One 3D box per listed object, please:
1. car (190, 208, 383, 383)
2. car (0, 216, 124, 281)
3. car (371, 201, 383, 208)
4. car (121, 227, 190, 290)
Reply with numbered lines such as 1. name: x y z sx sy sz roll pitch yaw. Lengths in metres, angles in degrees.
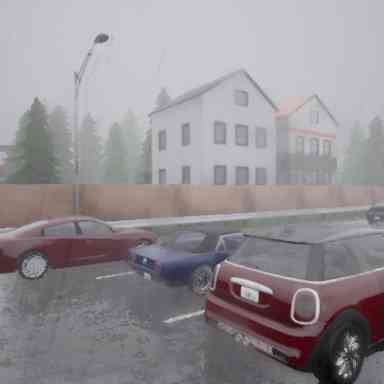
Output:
1. car: 2.471 1.315 5.509 4.553 1.767 2.097 -1 0 -35
2. car: -3.347 1.457 9.958 5.008 1.535 1.882 -1 0 -35
3. car: 13.361 1.337 21.873 4.892 1.490 1.837 -1 0 -35
4. car: 0.827 1.561 8.634 4.718 1.301 1.895 -1 0 -35
